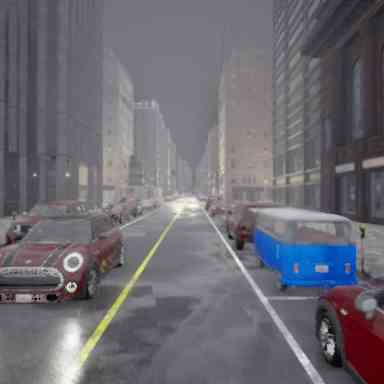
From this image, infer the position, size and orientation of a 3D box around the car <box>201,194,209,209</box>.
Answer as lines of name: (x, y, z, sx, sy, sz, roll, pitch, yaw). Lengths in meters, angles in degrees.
car: (2.687, 1.379, 42.461, 2.192, 1.841, 5.009, 1, 0, 0)

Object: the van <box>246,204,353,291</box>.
van: (2.680, 1.353, 8.715, 1.690, 1.788, 3.998, 1, 0, 0)

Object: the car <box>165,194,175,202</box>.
car: (-5.833, 1.671, 80.740, 1.887, 1.381, 4.507, 1, 0, 0)

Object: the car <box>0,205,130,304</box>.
car: (-3.099, 1.363, 8.364, 2.097, 1.767, 4.553, 0, 0, 0)

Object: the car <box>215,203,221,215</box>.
car: (2.680, 1.579, 19.964, 2.008, 1.369, 4.403, 1, 0, 0)

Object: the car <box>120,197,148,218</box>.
car: (-5.841, 1.360, 31.223, 2.192, 1.841, 5.009, 1, 0, 0)

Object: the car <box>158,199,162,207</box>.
car: (-5.840, 1.617, 48.096, 1.887, 1.381, 4.507, 1, 0, 0)

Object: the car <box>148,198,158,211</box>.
car: (-5.841, 1.588, 42.302, 1.752, 1.417, 4.829, 1, 0, 0)

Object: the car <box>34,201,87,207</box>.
car: (-5.845, 1.334, 14.349, 2.192, 1.841, 5.009, 1, 0, 0)

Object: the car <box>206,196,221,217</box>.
car: (2.683, 1.486, 31.212, 1.967, 1.590, 4.097, 1, 0, 0)

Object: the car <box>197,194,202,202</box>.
car: (2.692, 1.709, 80.729, 1.802, 1.307, 4.206, 1, 0, 0)

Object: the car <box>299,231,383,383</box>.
car: (2.677, 1.444, 3.091, 1.967, 1.590, 4.097, 1, 0, 0)

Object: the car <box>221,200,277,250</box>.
car: (2.681, 1.335, 14.339, 2.192, 1.841, 5.009, 1, 0, 0)

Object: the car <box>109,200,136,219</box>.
car: (-5.845, 1.581, 25.597, 1.887, 1.381, 4.507, 1, 0, 0)
